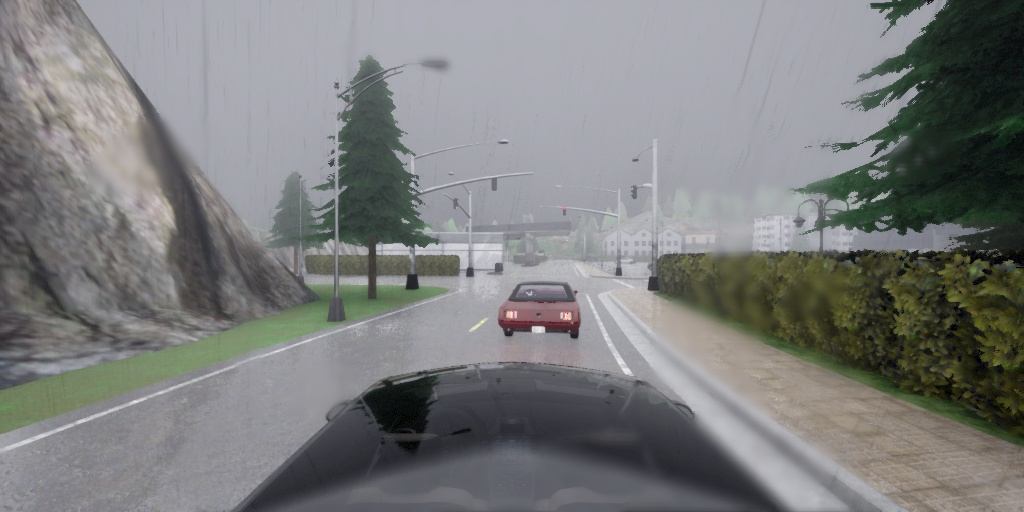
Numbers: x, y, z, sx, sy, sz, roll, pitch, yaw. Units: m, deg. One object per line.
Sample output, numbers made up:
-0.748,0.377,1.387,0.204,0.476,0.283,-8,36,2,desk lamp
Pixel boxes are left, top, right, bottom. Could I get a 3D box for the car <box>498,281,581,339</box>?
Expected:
0.921,1.351,10.183,1.895,1.301,4.718,0,0,8,car
